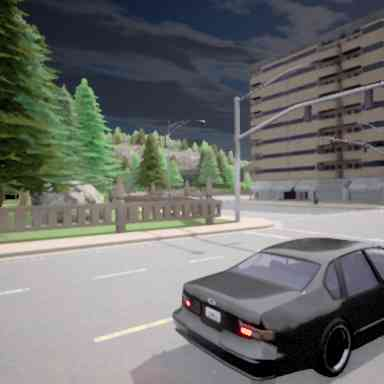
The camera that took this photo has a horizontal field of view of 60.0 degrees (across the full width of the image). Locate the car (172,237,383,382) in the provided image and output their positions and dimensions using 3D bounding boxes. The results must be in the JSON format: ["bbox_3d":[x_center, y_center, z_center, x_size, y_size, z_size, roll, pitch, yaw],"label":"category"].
[{"bbox_3d":[2.308,1.478,5.435,5.357,1.411,2.033,-1,1,-35],"label":"car"}]

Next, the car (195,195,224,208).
[{"bbox_3d":[1.763,1.102,38.416,2.128,1.511,4.902,-1,1,-29],"label":"car"}]

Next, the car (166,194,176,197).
[{"bbox_3d":[-3.334,1.093,53.503,2.033,1.411,5.357,-1,0,-7],"label":"car"}]
